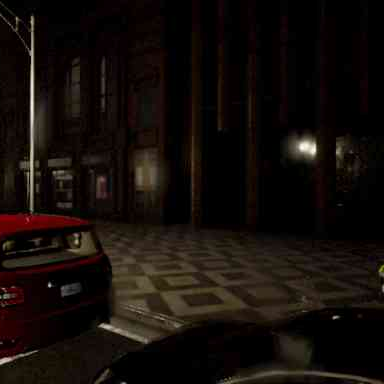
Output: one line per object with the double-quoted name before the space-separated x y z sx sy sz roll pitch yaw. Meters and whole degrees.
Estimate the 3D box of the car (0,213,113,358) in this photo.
"car" -3.451 1.283 5.542 5.009 1.841 2.192 0 0 36

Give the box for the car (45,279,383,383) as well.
"car" 1.139 1.564 2.266 4.313 1.339 1.947 0 0 36
